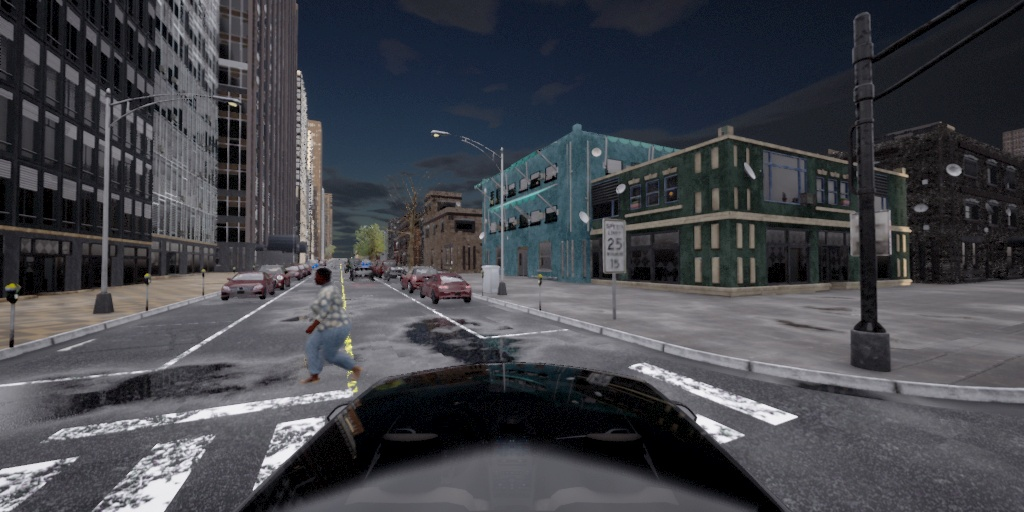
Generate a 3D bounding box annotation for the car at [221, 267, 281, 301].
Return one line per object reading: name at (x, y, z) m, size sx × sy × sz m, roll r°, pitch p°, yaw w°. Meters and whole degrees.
car at (-13.076, 1.416, 17.970) m, size 1.802 × 1.307 × 4.207 m, roll 0°, pitch 0°, yaw -26°

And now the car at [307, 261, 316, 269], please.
car at (-25.068, 1.588, 42.975) m, size 1.888 × 1.381 × 4.507 m, roll 0°, pitch 0°, yaw -26°

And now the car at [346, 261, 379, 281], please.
car at (-13.670, 1.468, 32.609) m, size 2.128 × 1.511 × 4.902 m, roll 0°, pitch -1°, yaw -26°

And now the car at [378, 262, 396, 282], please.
car at (-10.316, 1.526, 31.595) m, size 2.007 × 1.370 × 4.403 m, roll 0°, pitch 0°, yaw -26°

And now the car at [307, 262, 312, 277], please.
car at (-22.670, 1.586, 37.974) m, size 1.802 × 1.307 × 4.207 m, roll 0°, pitch 0°, yaw -26°

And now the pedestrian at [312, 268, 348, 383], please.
pedestrian at (-2.805, 1.026, 5.539) m, size 0.375 × 1.860 × 0.375 m, roll 1°, pitch -2°, yaw -26°

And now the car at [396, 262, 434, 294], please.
car at (-5.520, 1.328, 21.593) m, size 1.967 × 1.591 × 4.097 m, roll 0°, pitch 0°, yaw -26°

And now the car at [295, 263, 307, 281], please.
car at (-20.271, 1.545, 32.971) m, size 1.802 × 1.307 × 4.207 m, roll 0°, pitch 0°, yaw -26°

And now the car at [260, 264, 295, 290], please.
car at (-15.474, 1.318, 22.970) m, size 1.967 × 1.591 × 4.097 m, roll 0°, pitch 0°, yaw -26°

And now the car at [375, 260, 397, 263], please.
car at (-12.714, 1.332, 36.595) m, size 2.192 × 1.841 × 5.009 m, roll 0°, pitch 0°, yaw -26°

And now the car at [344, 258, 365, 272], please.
car at (-22.974, 1.352, 52.012) m, size 2.150 × 2.045 × 5.566 m, roll 0°, pitch -1°, yaw -26°

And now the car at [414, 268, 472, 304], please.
car at (-3.121, 1.425, 16.590) m, size 1.802 × 1.307 × 4.207 m, roll 0°, pitch 0°, yaw -26°
